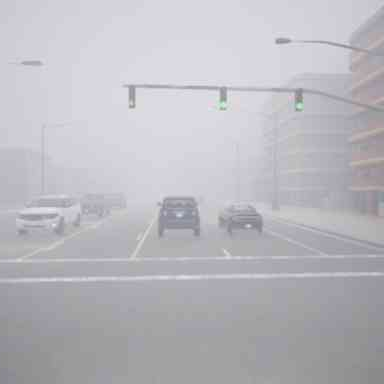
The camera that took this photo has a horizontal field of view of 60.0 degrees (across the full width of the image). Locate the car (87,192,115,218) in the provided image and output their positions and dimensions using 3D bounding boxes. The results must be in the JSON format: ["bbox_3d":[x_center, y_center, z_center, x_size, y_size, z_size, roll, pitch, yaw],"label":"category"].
[{"bbox_3d":[-8.664,1.108,29.598,2.150,2.045,5.566,0,1,-3],"label":"car"}]

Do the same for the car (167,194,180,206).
[{"bbox_3d":[-2.832,1.150,49.523,1.837,1.490,4.892,0,1,-4],"label":"car"}]

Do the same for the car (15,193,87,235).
[{"bbox_3d":[-8.014,1.207,19.231,2.150,2.045,5.566,0,0,-4],"label":"car"}]

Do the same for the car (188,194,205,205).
[{"bbox_3d":[0.646,1.135,49.993,2.128,1.511,4.902,0,1,-4],"label":"car"}]

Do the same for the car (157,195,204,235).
[{"bbox_3d":[-0.780,1.209,18.814,2.150,2.045,5.566,0,0,-4],"label":"car"}]

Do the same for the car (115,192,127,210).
[{"bbox_3d":[-9.255,0.977,40.035,2.150,2.045,5.566,0,1,-3],"label":"car"}]

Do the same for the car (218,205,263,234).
[{"bbox_3d":[2.699,1.481,19.209,2.128,1.511,4.902,0,1,-4],"label":"car"}]
